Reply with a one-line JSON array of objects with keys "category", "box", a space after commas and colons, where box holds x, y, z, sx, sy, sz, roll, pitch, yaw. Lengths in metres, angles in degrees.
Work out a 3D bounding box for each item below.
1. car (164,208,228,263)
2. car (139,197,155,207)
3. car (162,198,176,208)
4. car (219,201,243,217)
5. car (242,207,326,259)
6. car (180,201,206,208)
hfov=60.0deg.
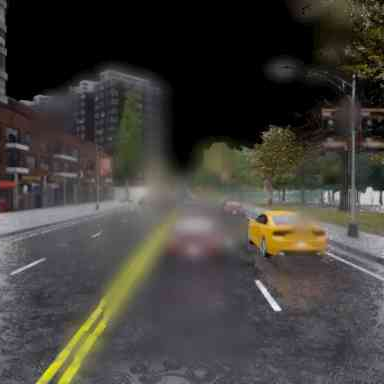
[{"category": "car", "box": [0.069, 1.489, 11.752, 1.812, 1.442, 4.674, 0, 0, 0]}, {"category": "car", "box": [-6.588, 1.466, 49.027, 1.837, 1.490, 4.892, 0, 0, 0]}, {"category": "car", "box": [-3.342, 1.509, 48.623, 2.033, 1.411, 5.357, 0, 0, 0]}, {"category": "car", "box": [3.323, 1.470, 27.702, 1.812, 1.442, 4.674, 0, 0, 0]}, {"category": "car", "box": [3.323, 1.439, 12.530, 1.882, 1.535, 5.008, 0, 0, 0]}, {"category": "car", "box": [0.066, 1.437, 26.747, 2.128, 1.511, 4.902, 0, 0, 0]}]
